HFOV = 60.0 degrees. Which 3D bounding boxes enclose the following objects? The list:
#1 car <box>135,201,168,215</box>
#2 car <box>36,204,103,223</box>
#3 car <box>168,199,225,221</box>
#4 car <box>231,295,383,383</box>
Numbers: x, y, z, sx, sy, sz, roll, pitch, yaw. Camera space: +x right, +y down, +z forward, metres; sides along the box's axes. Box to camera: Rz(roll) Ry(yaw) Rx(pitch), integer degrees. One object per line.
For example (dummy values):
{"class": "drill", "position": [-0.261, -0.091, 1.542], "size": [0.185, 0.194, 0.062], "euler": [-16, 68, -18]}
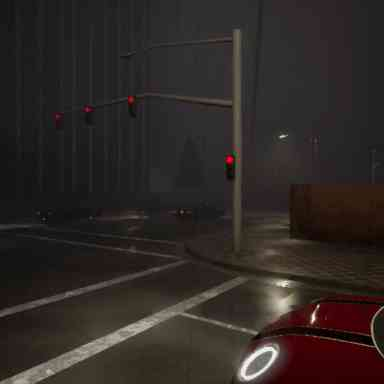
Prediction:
{"class": "car", "position": [-3.498, 1.601, 33.572], "size": [1.895, 1.301, 4.718], "euler": [0, 0, 35]}
{"class": "car", "position": [-9.276, 1.601, 25.415], "size": [1.895, 1.301, 4.718], "euler": [0, 0, 35]}
{"class": "car", "position": [0.698, 1.547, 27.042], "size": [2.033, 1.411, 5.357], "euler": [0, 0, 35]}
{"class": "car", "position": [2.501, 1.352, 2.175], "size": [4.553, 1.767, 2.097], "euler": [0, 0, 36]}
